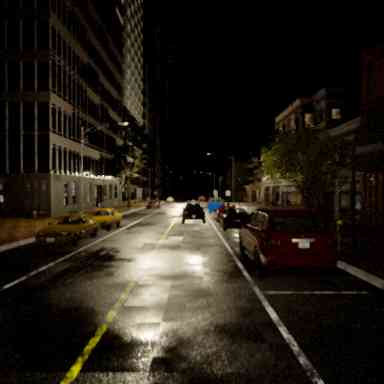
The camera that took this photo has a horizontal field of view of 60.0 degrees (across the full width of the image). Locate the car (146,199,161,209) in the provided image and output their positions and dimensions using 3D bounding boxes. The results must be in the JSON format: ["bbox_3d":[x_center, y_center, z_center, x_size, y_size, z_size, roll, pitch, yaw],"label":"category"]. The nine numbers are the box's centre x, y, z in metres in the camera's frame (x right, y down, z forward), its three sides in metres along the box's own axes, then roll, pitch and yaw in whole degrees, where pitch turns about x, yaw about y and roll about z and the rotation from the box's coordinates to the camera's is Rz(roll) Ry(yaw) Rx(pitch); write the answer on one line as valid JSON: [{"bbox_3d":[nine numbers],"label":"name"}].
[{"bbox_3d":[-5.642,1.707,49.117,1.967,1.590,4.097,-1,0,0],"label":"car"}]

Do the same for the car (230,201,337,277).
[{"bbox_3d":[2.688,1.372,10.353,2.192,1.841,5.009,-1,0,0],"label":"car"}]

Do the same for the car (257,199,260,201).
[{"bbox_3d":[16.617,1.816,72.338,5.009,1.841,2.192,1,0,1],"label":"car"}]

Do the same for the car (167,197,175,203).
[{"bbox_3d":[-5.731,1.999,86.894,1.752,1.417,4.829,-1,0,0],"label":"car"}]

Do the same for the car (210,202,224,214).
[{"bbox_3d":[2.713,1.729,26.954,1.802,1.307,4.206,-1,0,0],"label":"car"}]

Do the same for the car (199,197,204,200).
[{"bbox_3d":[0.155,1.788,44.415,2.033,1.411,5.357,0,0,0],"label":"car"}]

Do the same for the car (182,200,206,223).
[{"bbox_3d":[0.136,1.673,26.993,1.812,1.442,4.674,0,0,0],"label":"car"}]

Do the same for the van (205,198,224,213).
[{"bbox_3d":[2.723,1.548,38.024,1.690,1.788,3.998,-1,0,0],"label":"van"}]

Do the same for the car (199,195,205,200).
[{"bbox_3d":[2.792,1.946,92.643,1.967,1.590,4.097,-1,0,0],"label":"car"}]

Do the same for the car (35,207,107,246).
[{"bbox_3d":[-5.682,1.611,15.738,1.752,1.417,4.829,-1,0,0],"label":"car"}]

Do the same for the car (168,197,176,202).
[{"bbox_3d":[-5.553,2.072,92.707,1.947,1.339,4.313,-1,0,0],"label":"car"}]

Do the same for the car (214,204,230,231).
[{"bbox_3d":[2.706,1.683,21.420,1.947,1.339,4.313,-1,0,0],"label":"car"}]

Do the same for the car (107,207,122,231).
[{"bbox_3d":[-5.675,1.641,21.272,1.752,1.417,4.829,-1,0,0],"label":"car"}]
